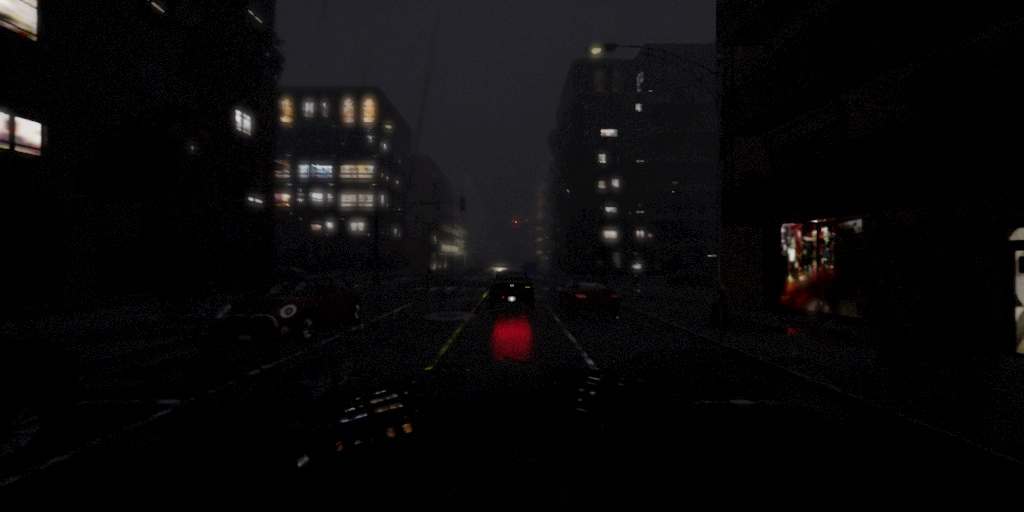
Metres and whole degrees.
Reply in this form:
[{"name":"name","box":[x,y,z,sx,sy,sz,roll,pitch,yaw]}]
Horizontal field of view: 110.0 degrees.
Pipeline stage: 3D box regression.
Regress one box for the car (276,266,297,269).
[{"name":"car","box":[-17.750,1.482,28.674,4.207,1.307,1.802,0,0,0]}]

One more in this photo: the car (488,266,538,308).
[{"name":"car","box":[0.000,1.396,16.153,1.837,1.490,4.892,0,0,0]}]

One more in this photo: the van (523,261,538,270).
[{"name":"van","box":[2.802,1.609,51.394,1.690,1.789,3.998,0,0,0]}]

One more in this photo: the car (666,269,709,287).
[{"name":"car","box":[14.702,1.763,28.621,4.507,1.381,1.888,0,0,0]}]

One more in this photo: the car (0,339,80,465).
[{"name":"car","box":[-5.691,1.320,2.201,1.948,1.339,4.313,0,0,0]}]

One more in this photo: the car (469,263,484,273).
[{"name":"car","box":[-5.854,1.916,56.938,1.802,1.307,4.207,0,0,0]}]

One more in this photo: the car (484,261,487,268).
[{"name":"car","box":[-5.856,1.967,62.459,1.948,1.339,4.313,0,0,0]}]

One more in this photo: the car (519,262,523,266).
[{"name":"car","box":[2.712,1.648,56.890,2.192,1.841,5.009,0,0,0]}]

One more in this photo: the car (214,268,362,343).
[{"name":"car","box":[-5.736,1.264,9.712,1.967,1.591,4.097,0,0,0]}]

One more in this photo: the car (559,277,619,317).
[{"name":"car","box":[2.794,1.443,13.496,1.802,1.307,4.207,0,0,0]}]
